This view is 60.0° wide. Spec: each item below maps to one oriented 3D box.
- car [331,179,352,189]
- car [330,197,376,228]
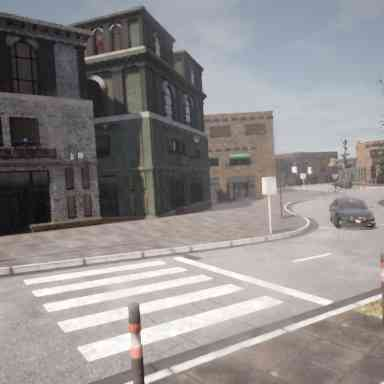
[{"bbox_3d":[25.252,-1.397,56.326,2.128,1.511,4.902,-3,2,0],"label":"car"},{"bbox_3d":[8.995,1.096,18.921,1.837,1.490,4.892,-1,3,17],"label":"car"}]
